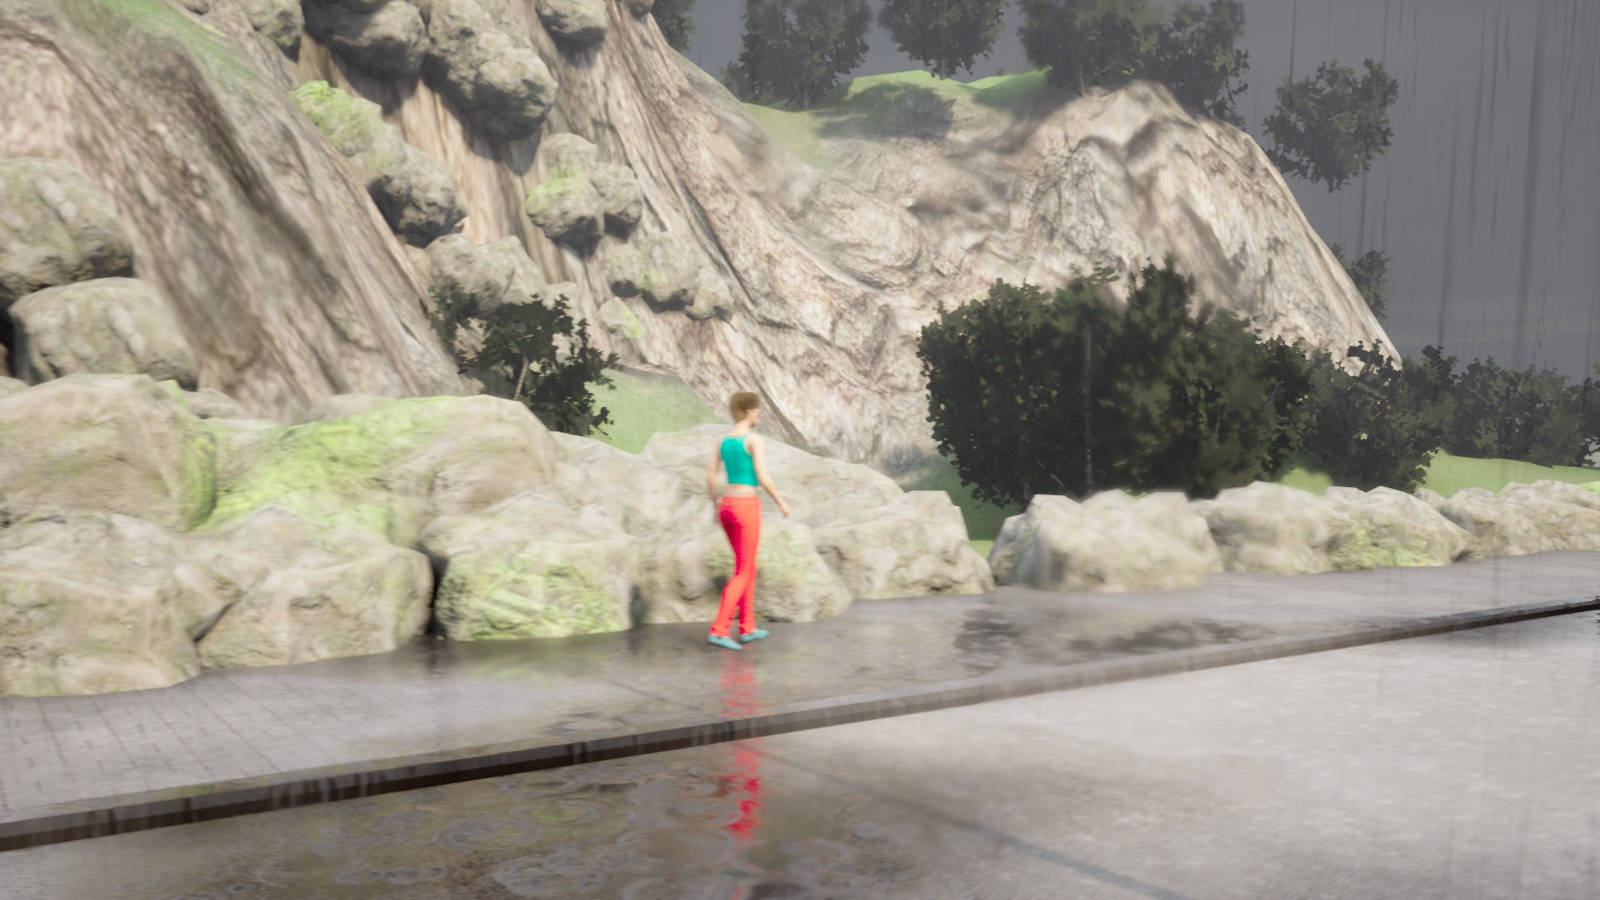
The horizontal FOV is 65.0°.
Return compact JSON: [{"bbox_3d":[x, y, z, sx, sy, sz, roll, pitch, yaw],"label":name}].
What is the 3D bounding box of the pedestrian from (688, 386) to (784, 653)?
[{"bbox_3d":[-0.450,0.478,8.950,0.594,1.836,0.345,0,0,-41],"label":"pedestrian"}]
